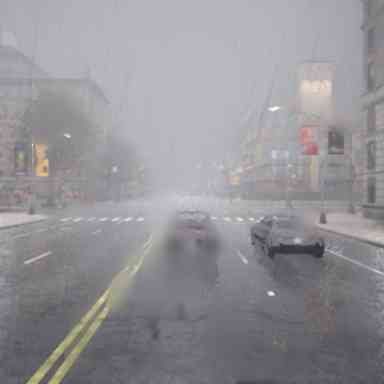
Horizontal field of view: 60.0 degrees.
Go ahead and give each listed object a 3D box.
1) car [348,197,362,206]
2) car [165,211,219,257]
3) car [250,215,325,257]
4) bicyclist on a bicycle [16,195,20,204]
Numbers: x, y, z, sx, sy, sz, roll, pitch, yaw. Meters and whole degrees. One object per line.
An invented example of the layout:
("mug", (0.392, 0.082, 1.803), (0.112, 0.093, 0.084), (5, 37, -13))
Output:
("car", (27.505, 1.501, 52.954), (4.902, 1.511, 2.128), (0, 0, 0))
("car", (0.004, 1.494, 12.952), (2.128, 1.511, 4.902), (0, 0, 0))
("car", (3.506, 1.567, 12.924), (1.994, 1.385, 4.181), (0, 0, 0))
("bicyclist on a bicycle", (-31.490, 1.312, 60.488), (0.582, 1.620, 1.656), (0, 0, 0))
